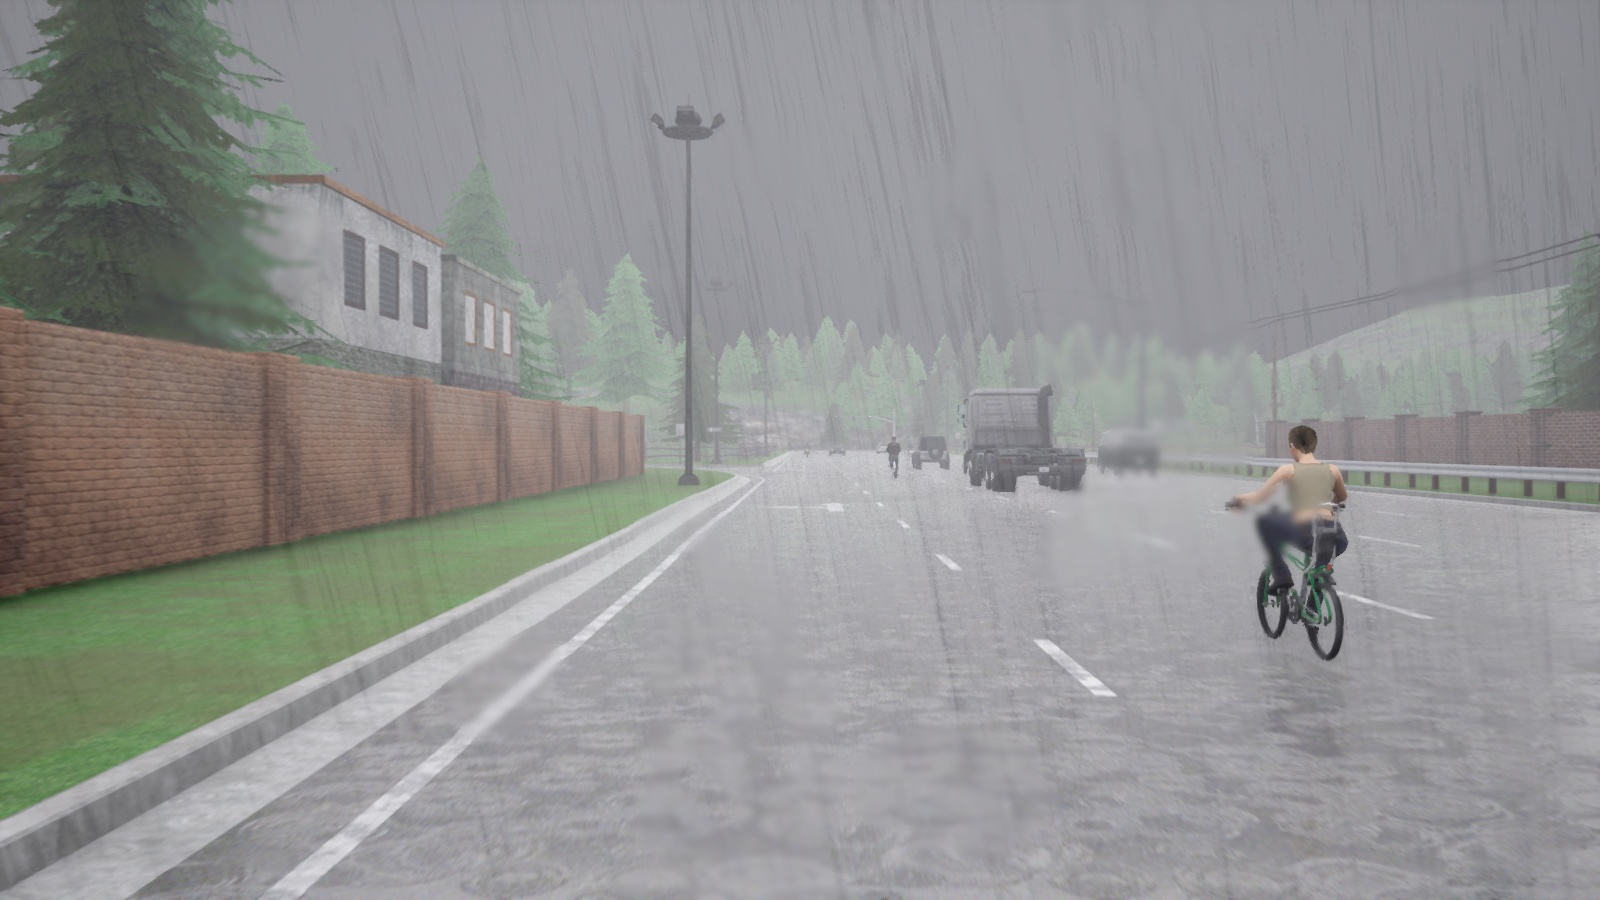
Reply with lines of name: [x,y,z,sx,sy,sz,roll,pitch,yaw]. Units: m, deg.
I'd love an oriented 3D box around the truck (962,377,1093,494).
truck: [7.250,-0.462,41.163,2.891,3.462,7.936,0,0,0]

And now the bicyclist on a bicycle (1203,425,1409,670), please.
bicyclist on a bicycle: [3.572,0.635,9.017,0.866,1.612,1.509,0,0,0]

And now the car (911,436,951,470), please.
car: [7.421,0.147,71.447,1.905,1.878,3.866,0,1,0]

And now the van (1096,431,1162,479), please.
van: [14.327,0.201,54.896,1.775,1.987,4.442,0,0,0]
